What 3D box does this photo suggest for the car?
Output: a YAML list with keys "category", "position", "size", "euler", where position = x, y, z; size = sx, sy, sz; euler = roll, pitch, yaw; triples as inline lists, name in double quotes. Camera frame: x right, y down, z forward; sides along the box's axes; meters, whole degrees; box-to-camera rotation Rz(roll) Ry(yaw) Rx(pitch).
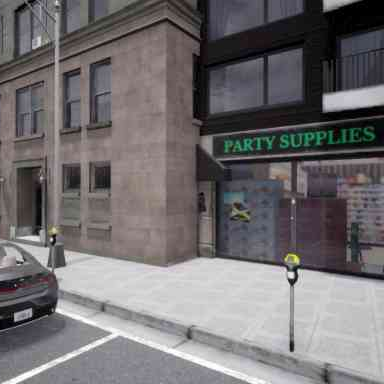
- category: "car"
  position: [-4.221, 1.550, 6.095]
  size: [4.403, 1.369, 2.008]
  euler: [0, 0, 36]
